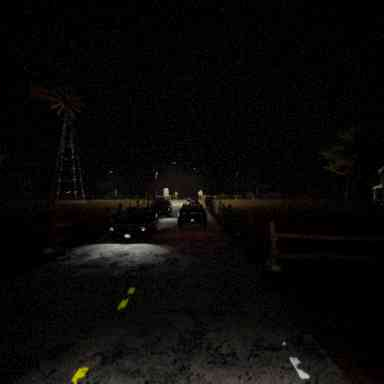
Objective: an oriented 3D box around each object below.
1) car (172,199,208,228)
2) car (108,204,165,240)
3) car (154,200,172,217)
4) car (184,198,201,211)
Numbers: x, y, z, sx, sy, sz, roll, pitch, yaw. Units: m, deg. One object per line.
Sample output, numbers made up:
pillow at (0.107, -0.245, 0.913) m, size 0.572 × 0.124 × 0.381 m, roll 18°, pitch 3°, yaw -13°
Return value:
car at (0.038, 1.485, 22.280) m, size 2.128 × 1.511 × 4.902 m, roll 0°, pitch 0°, yaw 0°
car at (-2.806, 1.541, 17.148) m, size 2.033 × 1.411 × 5.357 m, roll 0°, pitch 0°, yaw 0°
car at (-2.780, 1.492, 30.864) m, size 1.837 × 1.490 × 4.892 m, roll 0°, pitch 0°, yaw 0°
car at (0.083, 1.531, 41.855) m, size 2.033 × 1.411 × 5.357 m, roll 0°, pitch 0°, yaw 0°
